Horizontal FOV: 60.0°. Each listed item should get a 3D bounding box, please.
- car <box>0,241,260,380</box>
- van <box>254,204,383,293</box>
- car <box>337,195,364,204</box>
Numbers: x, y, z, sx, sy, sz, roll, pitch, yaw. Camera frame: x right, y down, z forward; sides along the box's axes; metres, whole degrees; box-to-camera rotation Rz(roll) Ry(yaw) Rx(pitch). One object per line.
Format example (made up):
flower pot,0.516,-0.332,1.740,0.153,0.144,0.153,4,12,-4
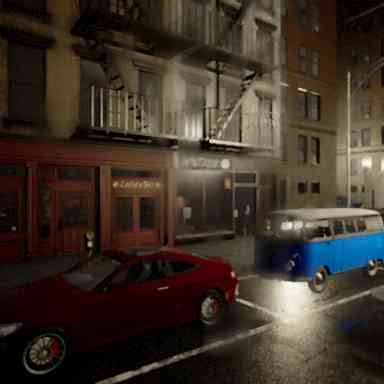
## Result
car,-1.081,1.581,5.422,4.206,1.307,1.802,0,0,-35
van,3.327,1.337,8.553,3.998,1.788,1.690,0,0,-35
car,14.093,1.299,32.161,2.150,2.045,5.566,0,0,-35
